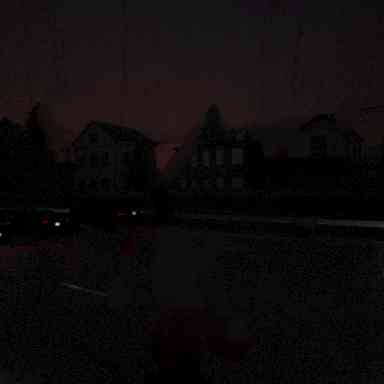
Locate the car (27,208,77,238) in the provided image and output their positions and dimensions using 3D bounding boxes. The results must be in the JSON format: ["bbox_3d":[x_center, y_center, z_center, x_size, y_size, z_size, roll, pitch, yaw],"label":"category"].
[{"bbox_3d":[-8.782,1.692,18.839,4.181,1.385,1.994,-1,0,36],"label":"car"}]

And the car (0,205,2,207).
[{"bbox_3d":[-18.817,1.726,30.290,4.902,1.511,2.128,-1,0,36],"label":"car"}]

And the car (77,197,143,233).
[{"bbox_3d":[-5.530,1.340,20.821,5.566,2.045,2.150,0,0,36],"label":"car"}]

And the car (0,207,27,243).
[{"bbox_3d":[-10.157,1.614,15.520,4.902,1.511,2.128,-1,0,36],"label":"car"}]
